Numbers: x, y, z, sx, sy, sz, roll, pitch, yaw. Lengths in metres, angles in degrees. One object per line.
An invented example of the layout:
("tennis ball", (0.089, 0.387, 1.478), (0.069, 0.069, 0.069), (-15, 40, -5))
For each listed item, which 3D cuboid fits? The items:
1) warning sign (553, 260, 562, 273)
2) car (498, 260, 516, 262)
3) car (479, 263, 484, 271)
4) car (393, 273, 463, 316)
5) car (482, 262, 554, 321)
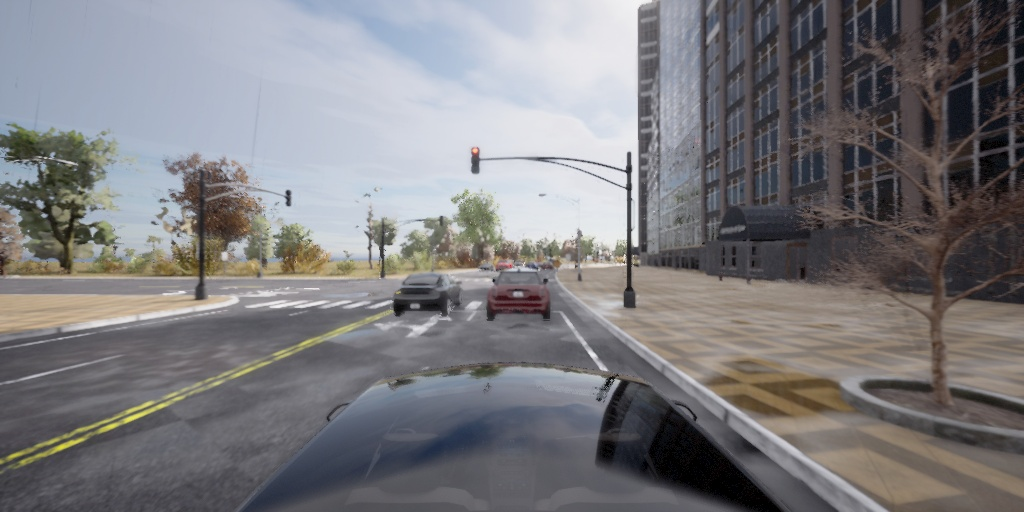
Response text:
("warning sign", (6.374, 1.422, 50.260), (1.300, 1.860, 1.060), (0, 0, 8))
("car", (-1.368, 1.646, 61.556), (2.150, 2.045, 5.566), (0, -1, 10))
("car", (-4.411, 1.940, 62.890), (1.837, 1.490, 4.892), (0, -1, 10))
("car", (-3.130, 1.390, 14.000), (1.837, 1.490, 4.892), (0, 0, 0))
("car", (0.298, 1.232, 13.325), (2.097, 1.767, 4.553), (0, -1, 3))
